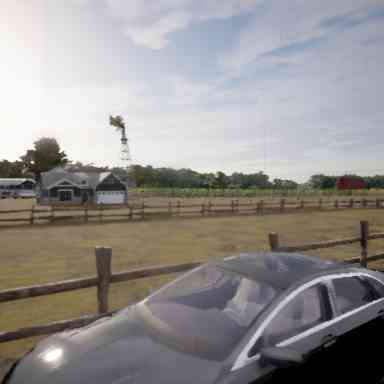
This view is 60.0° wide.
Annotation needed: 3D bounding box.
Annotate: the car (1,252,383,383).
[{"bbox_3d":[0.682,1.492,3.536,4.902,1.511,2.128,0,0,-35],"label":"car"}]
